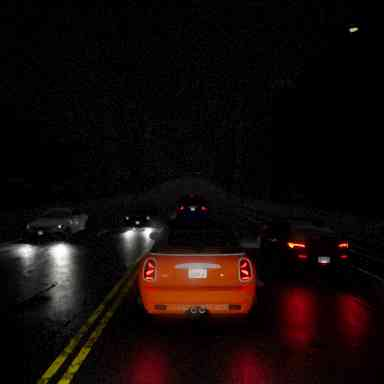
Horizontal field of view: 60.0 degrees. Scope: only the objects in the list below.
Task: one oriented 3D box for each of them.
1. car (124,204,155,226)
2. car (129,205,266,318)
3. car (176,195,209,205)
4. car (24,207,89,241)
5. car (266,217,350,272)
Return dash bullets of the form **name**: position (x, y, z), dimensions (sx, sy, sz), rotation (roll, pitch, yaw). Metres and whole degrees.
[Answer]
- **car**: position (-3.400, 1.522, 23.401), dimensions (2.033, 1.411, 5.357), rotation (0, 0, 0)
- **car**: position (0.082, 1.346, 7.546), dimensions (2.097, 1.767, 4.553), rotation (0, 0, 0)
- **car**: position (0.046, 1.195, 24.028), dimensions (2.150, 2.045, 5.566), rotation (0, 0, 0)
- **car**: position (-6.636, 1.510, 16.877), dimensions (1.812, 1.442, 4.674), rotation (0, 0, 0)
- **car**: position (3.333, 1.517, 10.592), dimensions (1.812, 1.442, 4.674), rotation (0, 0, 1)
